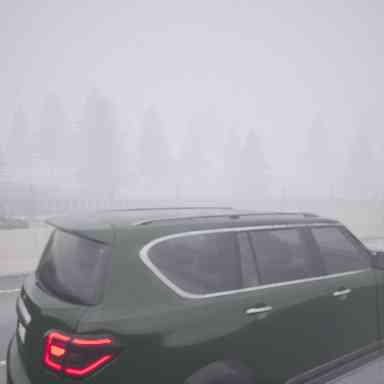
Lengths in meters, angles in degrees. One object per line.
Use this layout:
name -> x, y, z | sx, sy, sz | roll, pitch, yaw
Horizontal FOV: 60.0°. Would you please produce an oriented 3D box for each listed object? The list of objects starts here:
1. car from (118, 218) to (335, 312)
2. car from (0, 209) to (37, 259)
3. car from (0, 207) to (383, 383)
car -> 1.059, 1.548, 8.474 | 5.357, 1.411, 2.033 | 0, 0, -31
car -> -7.996, 1.424, 11.024 | 4.902, 1.511, 2.128 | 0, 0, -35
car -> 0.860, 1.223, 4.180 | 5.566, 2.045, 2.150 | 0, 0, -33
